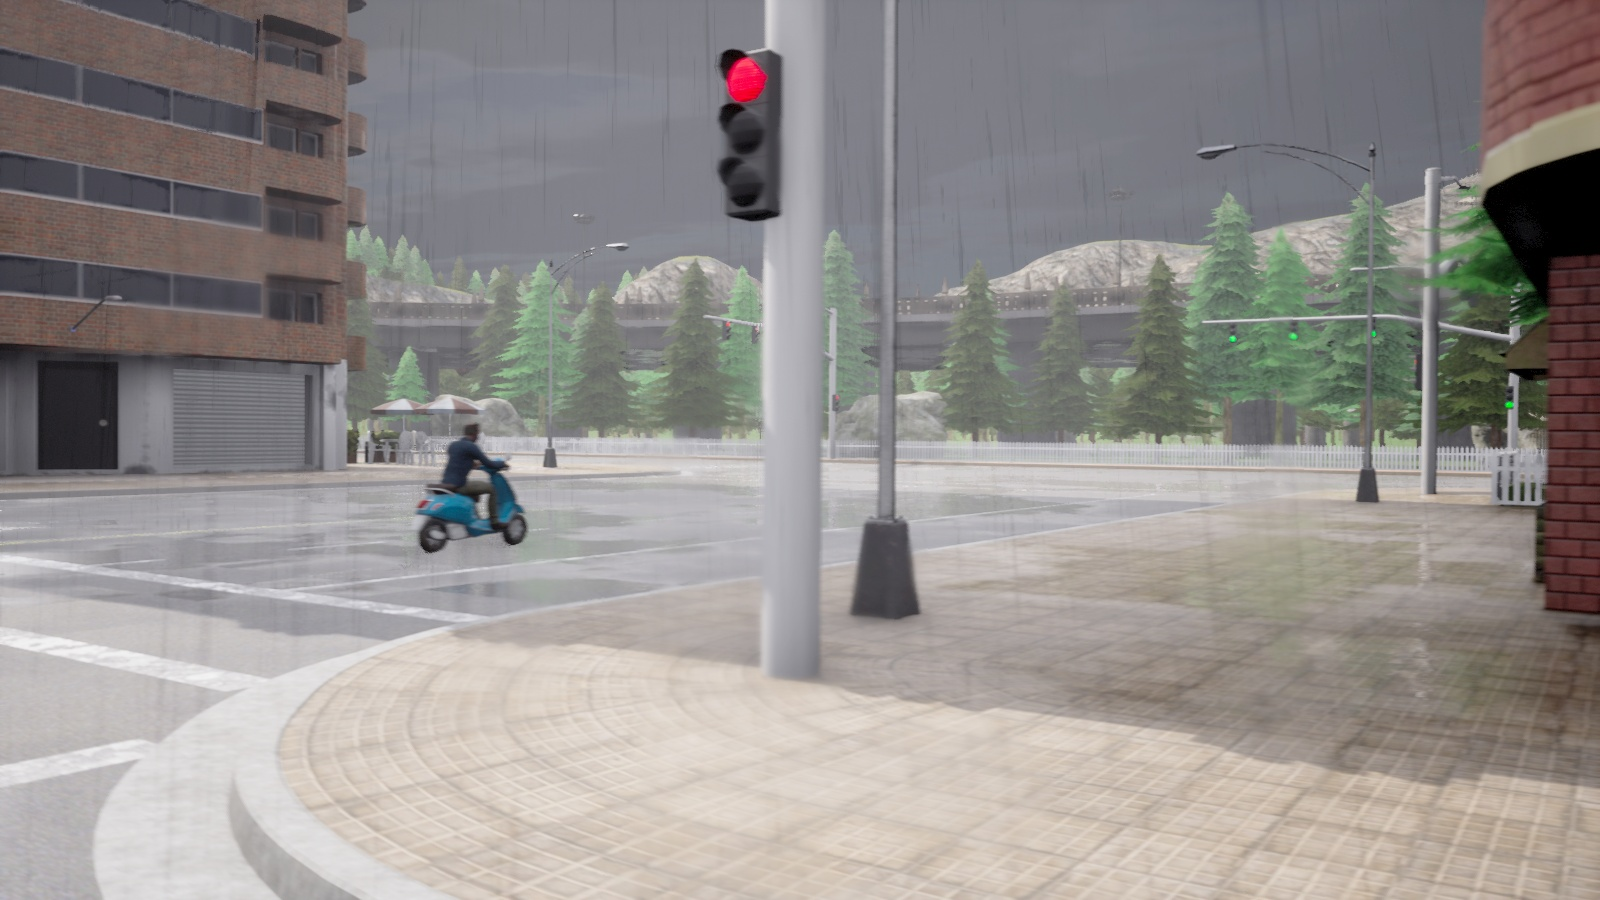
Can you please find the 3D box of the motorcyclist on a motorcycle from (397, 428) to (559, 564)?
[{"bbox_3d":[-3.978,0.525,15.659,0.866,1.590,1.817,0,1,34],"label":"motorcyclist on a motorcycle"}]
